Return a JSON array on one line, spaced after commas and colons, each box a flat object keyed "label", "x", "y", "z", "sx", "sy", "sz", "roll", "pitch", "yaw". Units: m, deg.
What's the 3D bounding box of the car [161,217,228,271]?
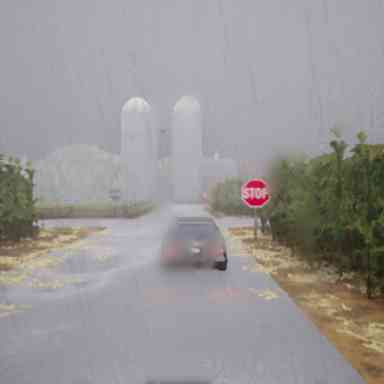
[{"label": "car", "x": 0.071, "y": 1.503, "z": 10.659, "sx": 2.033, "sy": 1.411, "sz": 5.357, "roll": 0, "pitch": 0, "yaw": 0}]
